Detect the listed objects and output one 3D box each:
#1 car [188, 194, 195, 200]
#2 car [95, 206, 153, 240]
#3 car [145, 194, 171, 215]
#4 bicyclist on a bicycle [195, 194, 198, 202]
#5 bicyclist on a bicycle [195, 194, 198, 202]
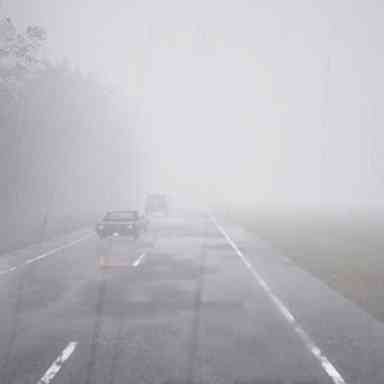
[{"bbox_3d":[-0.009,1.578,90.230,1.994,1.385,4.181,0,0,0],"label":"car"},{"bbox_3d":[-3.400,1.605,17.090,1.895,1.301,4.718,0,0,0],"label":"car"},{"bbox_3d":[-3.405,1.231,33.766,2.150,2.045,5.566,0,0,0],"label":"car"},{"bbox_3d":[0.957,1.472,64.313,0.582,1.620,1.656,0,-1,0],"label":"bicyclist on a bicycle"},{"bbox_3d":[0.955,1.393,73.117,0.659,1.776,1.843,0,0,0],"label":"bicyclist on a bicycle"}]
